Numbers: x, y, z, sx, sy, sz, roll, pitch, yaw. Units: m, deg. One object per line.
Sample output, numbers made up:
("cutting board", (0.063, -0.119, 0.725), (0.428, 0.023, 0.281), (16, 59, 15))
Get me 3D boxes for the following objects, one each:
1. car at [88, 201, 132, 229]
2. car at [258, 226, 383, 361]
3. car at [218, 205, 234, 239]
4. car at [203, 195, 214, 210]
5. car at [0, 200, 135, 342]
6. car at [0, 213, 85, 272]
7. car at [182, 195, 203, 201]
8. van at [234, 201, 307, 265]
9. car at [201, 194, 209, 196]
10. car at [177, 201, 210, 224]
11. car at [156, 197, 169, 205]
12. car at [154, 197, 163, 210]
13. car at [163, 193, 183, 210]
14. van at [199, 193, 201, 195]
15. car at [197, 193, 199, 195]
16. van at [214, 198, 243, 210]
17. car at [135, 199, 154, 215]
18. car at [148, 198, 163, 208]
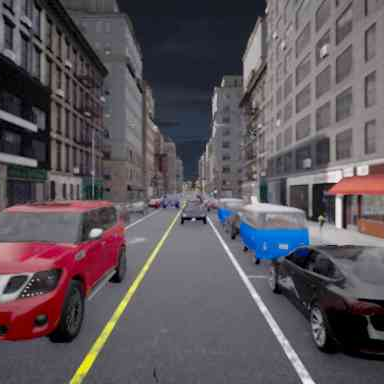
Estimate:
("car", (-5.385, 1.452, 22.488), (1.967, 1.590, 4.097), (0, 0, 0))
("car", (2.639, 1.568, 5.956), (1.947, 1.339, 4.313), (0, 0, 0))
("car", (2.640, 1.558, 16.977), (2.008, 1.369, 4.403), (0, 0, 0))
("car", (2.642, 1.470, 39.020), (1.967, 1.590, 4.097), (0, 0, 0))
("car", (-2.826, 1.225, 6.838), (2.150, 2.045, 5.566), (0, 0, 0))
("car", (-5.385, 1.554, 11.467), (2.008, 1.369, 4.403), (0, 0, 0))
("car", (0.106, 1.527, 44.137), (2.128, 1.511, 4.902), (0, 0, 0))
("van", (2.639, 1.345, 11.466), (1.690, 1.788, 3.998), (0, 0, 0))
("car", (2.644, 1.482, 50.042), (1.967, 1.590, 4.097), (0, 0, 0))
("car", (0.109, 1.616, 25.076), (1.895, 1.301, 4.718), (0, 0, 0))
("car", (-5.380, 1.597, 61.065), (1.887, 1.381, 4.507), (0, 0, 0))
("car", (-5.382, 1.580, 44.532), (1.887, 1.381, 4.507), (0, 0, 0))
("car", (-2.811, 1.259, 44.851), (2.150, 2.045, 5.566), (0, 0, 0))
("van", (2.645, 1.394, 61.064), (1.690, 1.788, 3.998), (0, 0, 0))
("car", (2.646, 1.373, 66.576), (2.192, 1.841, 5.009), (0, 0, 0))
("van", (2.640, 1.354, 22.487), (1.690, 1.788, 3.998), (0, 0, 0))
("car", (-5.383, 1.574, 33.510), (2.008, 1.369, 4.403), (0, 0, 0))
("car", (-5.381, 1.623, 50.043), (1.802, 1.307, 4.206), (0, 0, 0))
